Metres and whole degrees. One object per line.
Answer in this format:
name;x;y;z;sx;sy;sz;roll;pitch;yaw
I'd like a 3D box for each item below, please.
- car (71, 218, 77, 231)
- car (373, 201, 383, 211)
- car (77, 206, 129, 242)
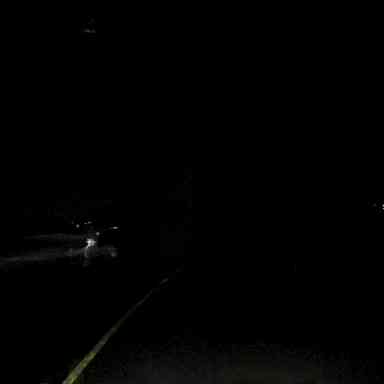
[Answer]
car;-5.341;1.703;21.021;1.837;1.490;4.892;-1;-1;28
car;27.386;1.804;45.863;4.553;1.767;2.097;0;-1;-18
car;-3.248;1.656;17.366;2.128;1.511;4.902;0;-1;25
